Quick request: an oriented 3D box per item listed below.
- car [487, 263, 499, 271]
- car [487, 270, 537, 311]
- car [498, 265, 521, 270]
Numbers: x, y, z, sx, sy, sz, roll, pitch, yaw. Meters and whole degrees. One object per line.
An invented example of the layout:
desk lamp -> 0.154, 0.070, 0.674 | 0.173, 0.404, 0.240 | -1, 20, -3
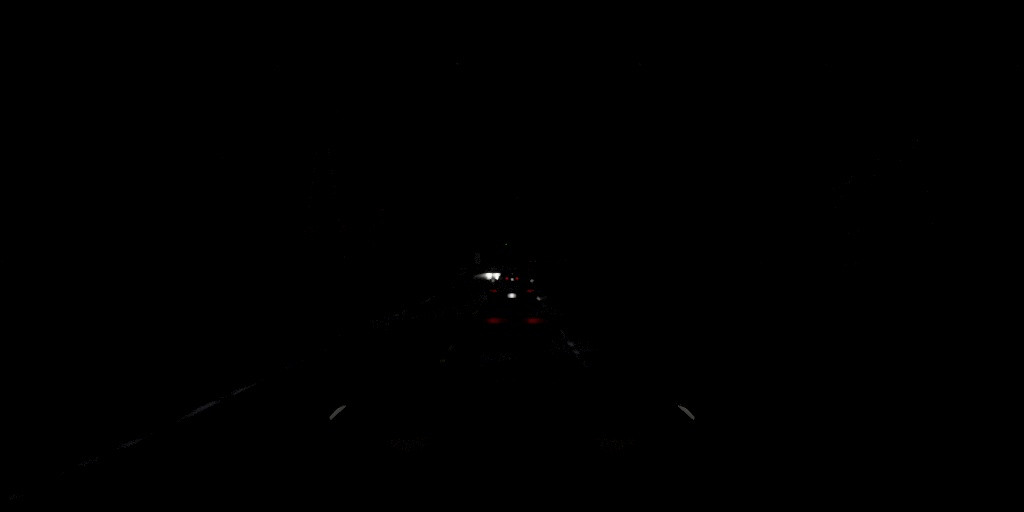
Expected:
car -> -2.762, 1.828, 54.365 | 2.128, 1.511, 4.902 | 0, -1, 0
car -> 0.019, 1.464, 15.299 | 1.994, 1.385, 4.181 | 0, -1, 1
car -> 0.023, 1.573, 30.360 | 1.837, 1.490, 4.892 | 0, 0, 0
